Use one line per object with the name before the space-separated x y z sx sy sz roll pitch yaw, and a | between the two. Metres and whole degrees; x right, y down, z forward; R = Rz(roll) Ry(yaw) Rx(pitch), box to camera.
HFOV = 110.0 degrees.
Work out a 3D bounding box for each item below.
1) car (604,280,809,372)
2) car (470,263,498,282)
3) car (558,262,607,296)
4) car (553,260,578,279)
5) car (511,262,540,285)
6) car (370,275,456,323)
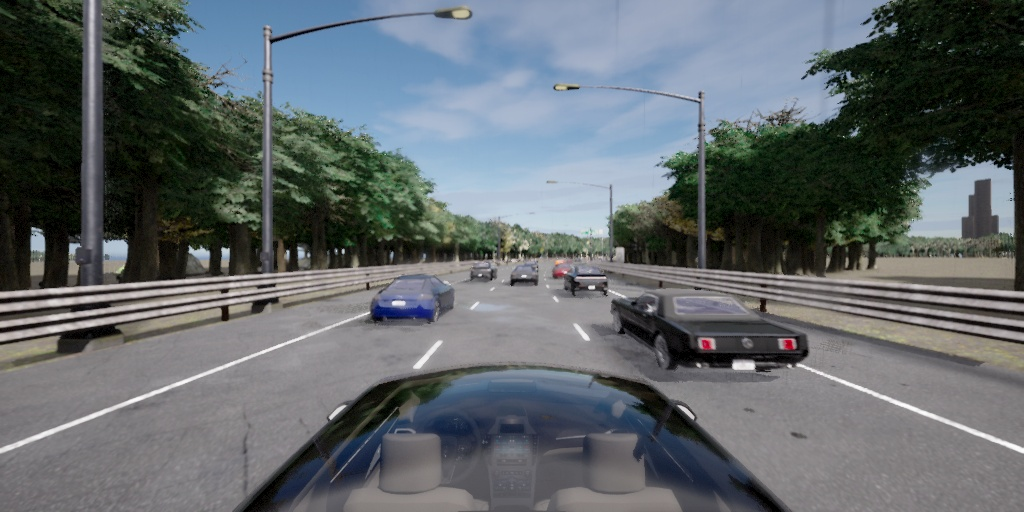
car | 3.562 1.364 7.661 1.895 1.301 4.718 0 0 1
car | -2.295 1.302 30.357 2.128 1.511 4.902 0 0 4
car | 3.953 1.282 19.627 2.128 1.511 4.902 0 0 3
car | 4.895 1.381 34.003 1.994 1.385 4.181 0 0 5
car | 0.958 1.367 26.631 1.994 1.385 4.181 0 0 3
car | -3.202 1.337 12.315 1.994 1.385 4.181 0 0 2
